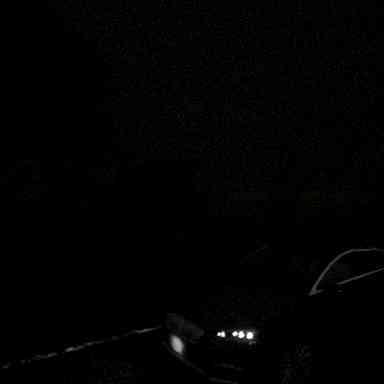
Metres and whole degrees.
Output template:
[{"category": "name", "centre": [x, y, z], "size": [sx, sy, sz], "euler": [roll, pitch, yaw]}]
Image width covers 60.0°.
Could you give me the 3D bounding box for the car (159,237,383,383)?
[{"category": "car", "centre": [1.828, 1.532, 5.299], "size": [4.902, 1.511, 2.128], "euler": [1, 0, -36]}]
